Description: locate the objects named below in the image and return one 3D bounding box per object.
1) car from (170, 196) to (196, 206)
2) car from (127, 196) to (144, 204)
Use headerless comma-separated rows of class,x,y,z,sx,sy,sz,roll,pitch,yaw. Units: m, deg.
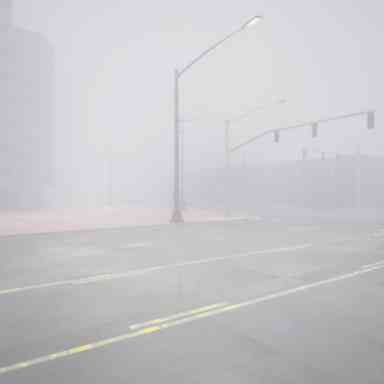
car,-1.401,1.391,50.487,1.882,1.535,5.008,0,0,-36
car,-10.908,1.476,63.832,1.994,1.385,4.181,0,0,-35
